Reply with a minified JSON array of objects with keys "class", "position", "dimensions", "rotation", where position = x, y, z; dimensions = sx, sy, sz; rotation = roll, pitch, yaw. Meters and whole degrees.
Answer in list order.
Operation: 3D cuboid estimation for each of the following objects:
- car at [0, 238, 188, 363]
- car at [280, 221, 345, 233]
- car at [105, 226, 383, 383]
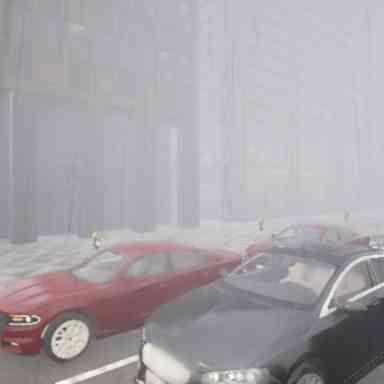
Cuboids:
[{"class":"car","position":[-0.998,1.591,6.001],"dimensions":[4.507,1.381,1.887],"rotation":[0,0,-38]},{"class":"car","position":[3.401,1.572,9.471],"dimensions":[4.507,1.381,1.887],"rotation":[0,0,-38]},{"class":"car","position":[1.605,1.508,4.546],"dimensions":[4.902,1.511,2.128],"rotation":[0,-1,-38]}]
